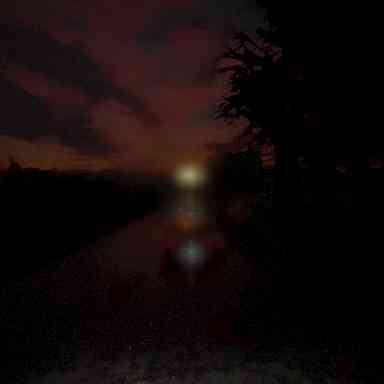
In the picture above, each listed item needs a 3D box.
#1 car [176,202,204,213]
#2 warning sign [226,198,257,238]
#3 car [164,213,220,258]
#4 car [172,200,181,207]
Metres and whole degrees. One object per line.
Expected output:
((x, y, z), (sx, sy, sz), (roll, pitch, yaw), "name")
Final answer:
((0.003, 1.842, 27.529), (2.033, 1.411, 5.357), (0, -1, 0), "car")
((2.487, 1.284, 16.909), (1.300, 1.860, 1.060), (3, 2, 0), "warning sign")
((0.015, 1.728, 13.259), (1.895, 1.301, 4.718), (0, -1, 0), "car")
((-2.789, 2.228, 64.559), (1.812, 1.442, 4.674), (0, -1, 1), "car")
